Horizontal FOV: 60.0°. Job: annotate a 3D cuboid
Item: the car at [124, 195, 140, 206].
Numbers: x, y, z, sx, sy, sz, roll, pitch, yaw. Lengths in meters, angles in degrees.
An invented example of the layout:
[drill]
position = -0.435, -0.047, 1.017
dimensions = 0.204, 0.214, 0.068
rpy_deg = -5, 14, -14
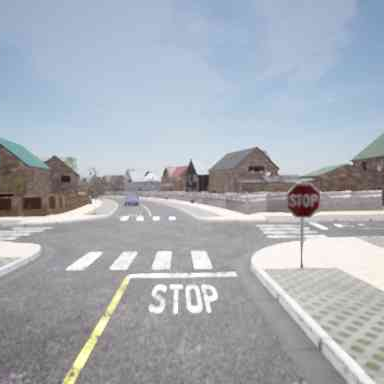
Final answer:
[car]
position = -7.841, 1.096, 43.539
dimensions = 1.812, 1.442, 4.674
rpy_deg = 0, 1, -13
